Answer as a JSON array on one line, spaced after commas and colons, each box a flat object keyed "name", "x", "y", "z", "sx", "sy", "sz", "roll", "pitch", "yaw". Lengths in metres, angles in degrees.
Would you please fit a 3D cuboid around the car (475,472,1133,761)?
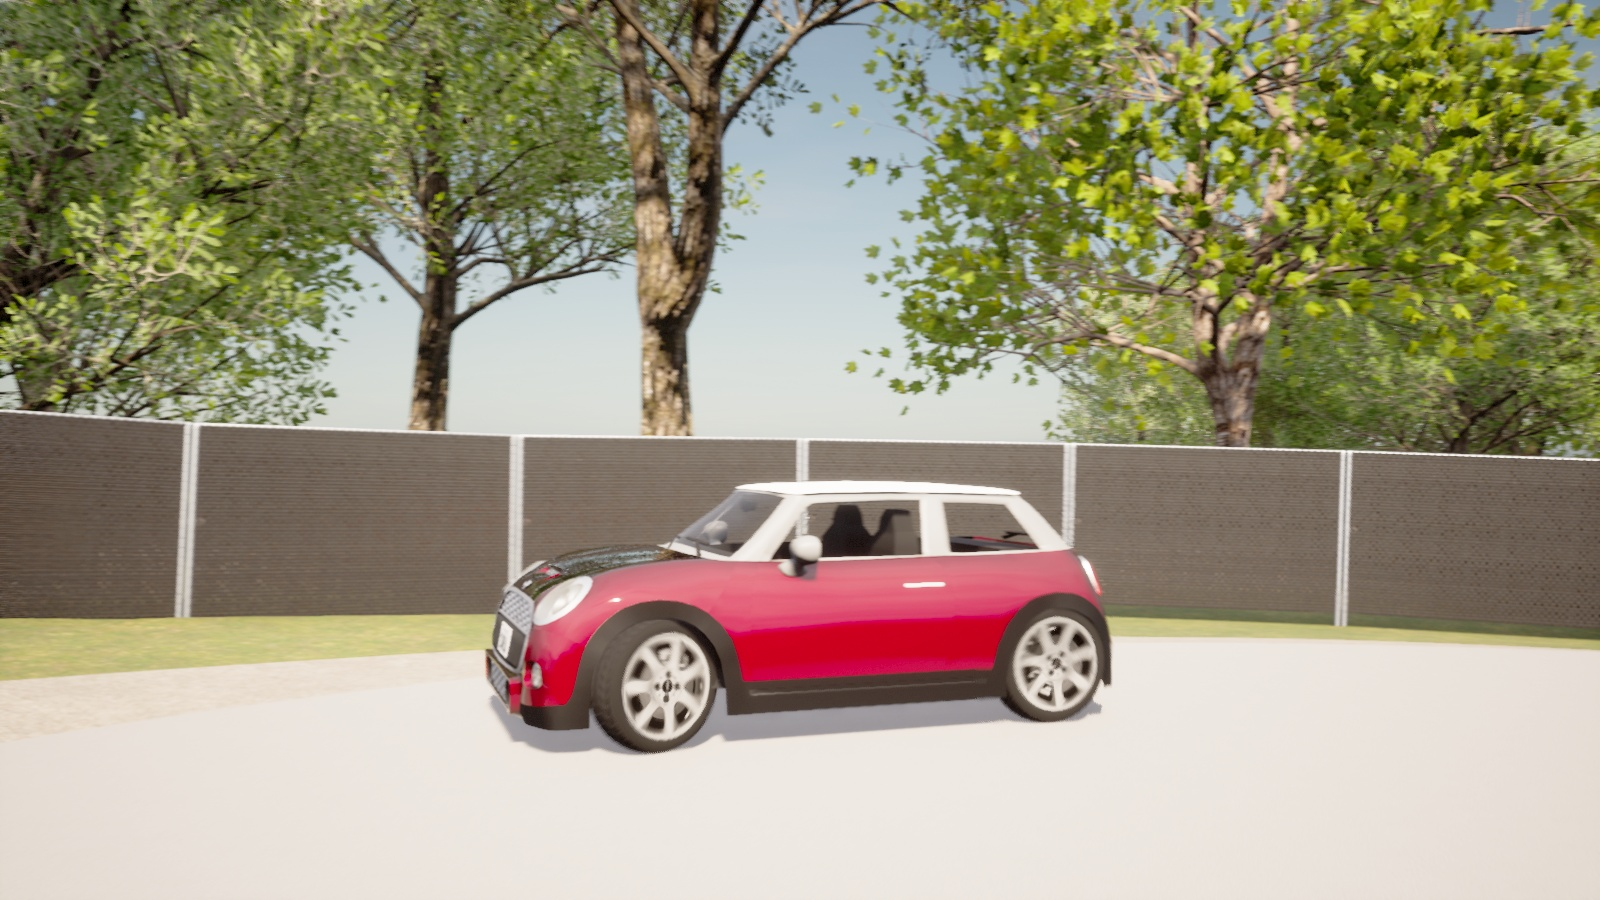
[{"name": "car", "x": -0.039, "y": 0.896, "z": 8.134, "sx": 3.806, "sy": 1.475, "sz": 1.970, "roll": 0, "pitch": 0, "yaw": -21}]
